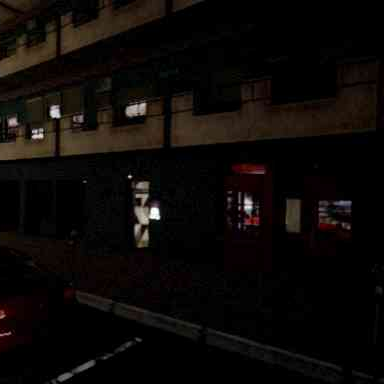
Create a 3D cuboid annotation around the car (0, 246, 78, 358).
[{"bbox_3d":[-3.578,1.554,5.418,4.206,1.307,1.802,0,1,36],"label":"car"}]
